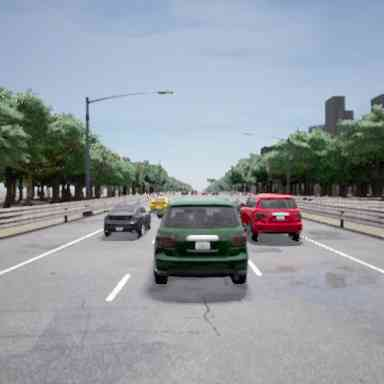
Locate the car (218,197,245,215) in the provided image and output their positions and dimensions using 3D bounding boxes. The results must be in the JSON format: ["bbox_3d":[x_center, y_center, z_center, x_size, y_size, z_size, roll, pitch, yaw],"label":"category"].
[{"bbox_3d":[3.809,1.286,32.783,2.128,1.511,4.902,0,1,0],"label":"car"}]

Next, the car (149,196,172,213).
[{"bbox_3d":[-3.179,1.255,34.450,1.882,1.535,5.008,0,1,0],"label":"car"}]

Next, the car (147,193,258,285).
[{"bbox_3d":[0.155,1.181,9.509,2.150,2.045,5.566,0,0,-1],"label":"car"}]

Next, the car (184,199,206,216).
[{"bbox_3d":[0.300,1.412,31.166,1.895,1.301,4.718,0,1,0],"label":"car"}]

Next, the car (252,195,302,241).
[{"bbox_3d":[3.701,1.146,16.491,2.150,2.045,5.566,0,0,0],"label":"car"}]

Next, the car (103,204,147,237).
[{"bbox_3d":[-3.293,1.422,17.590,1.837,1.490,4.892,0,0,0],"label":"car"}]
